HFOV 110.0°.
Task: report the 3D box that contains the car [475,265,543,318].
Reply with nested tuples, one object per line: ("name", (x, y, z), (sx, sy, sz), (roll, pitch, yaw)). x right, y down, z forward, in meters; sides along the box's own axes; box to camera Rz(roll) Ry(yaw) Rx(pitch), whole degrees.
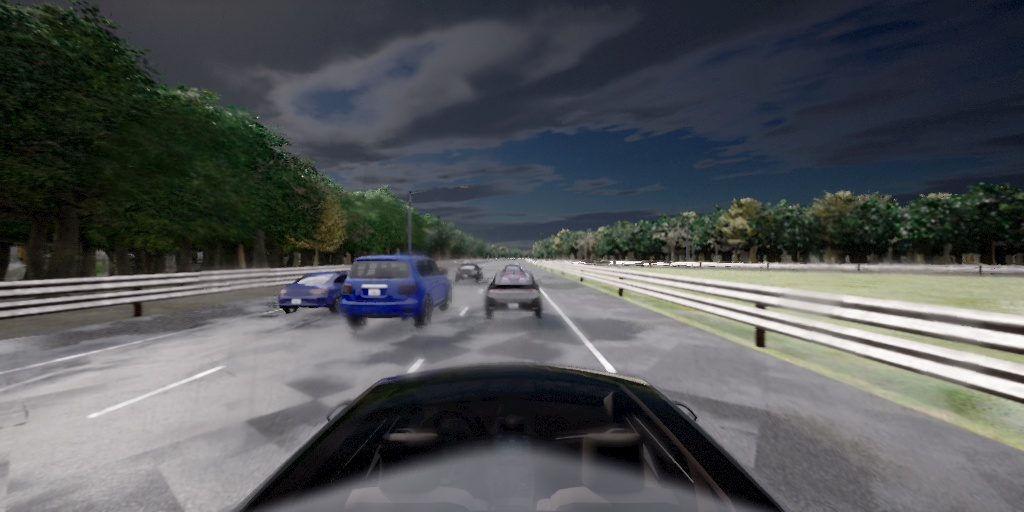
("car", (0.069, 1.270, 13.005), (2.128, 1.511, 4.902), (0, 0, 0))

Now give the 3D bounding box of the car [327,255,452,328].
("car", (-3.438, 0.998, 11.688), (2.150, 2.045, 5.566), (0, 0, 0))

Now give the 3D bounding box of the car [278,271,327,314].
("car", (-6.931, 1.306, 13.845), (1.812, 1.442, 4.674), (0, 0, 0))

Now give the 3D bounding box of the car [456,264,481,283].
("car", (-3.428, 1.351, 29.133), (1.812, 1.442, 4.674), (0, 0, 0))

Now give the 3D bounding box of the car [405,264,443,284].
("car", (-6.931, 1.387, 28.605), (1.994, 1.385, 4.181), (0, 0, 0))
